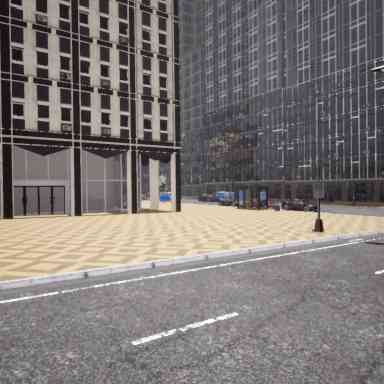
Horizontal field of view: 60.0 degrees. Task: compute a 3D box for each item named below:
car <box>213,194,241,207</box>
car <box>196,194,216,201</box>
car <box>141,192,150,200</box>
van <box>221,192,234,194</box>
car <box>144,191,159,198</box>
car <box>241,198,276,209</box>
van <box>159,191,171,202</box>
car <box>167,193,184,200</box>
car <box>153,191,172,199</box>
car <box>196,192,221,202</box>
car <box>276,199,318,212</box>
[{"bbox_3d":[5.271,1.319,45.172,1.947,1.339,4.313,0,1,-34],"label":"car"},{"bbox_3d":[2.634,1.043,64.008,1.802,1.307,4.206,0,1,-34],"label":"car"},{"bbox_3d":[-10.694,1.039,68.680,2.008,1.369,4.403,0,1,-34],"label":"car"},{"bbox_3d":[5.835,0.855,59.309,1.690,1.788,3.998,0,1,-34],"label":"van"},{"bbox_3d":[-10.174,0.686,82.789,1.967,1.590,4.097,0,1,-34],"label":"car"},{"bbox_3d":[8.424,1.388,40.445,1.802,1.307,4.206,0,1,-34],"label":"car"},{"bbox_3d":[-4.290,0.937,59.286,1.690,1.788,3.998,0,1,-34],"label":"van"},{"bbox_3d":[-3.770,0.936,73.400,1.802,1.307,4.206,0,1,-34],"label":"car"},{"bbox_3d":[-6.972,0.615,78.093,2.192,1.841,5.009,0,1,-34],"label":"car"},{"bbox_3d":[2.593,1.102,59.469,1.994,1.385,4.181,-1,1,-35],"label":"car"},{"bbox_3d":[11.612,1.424,35.737,1.947,1.339,4.313,0,1,-34],"label":"car"}]
